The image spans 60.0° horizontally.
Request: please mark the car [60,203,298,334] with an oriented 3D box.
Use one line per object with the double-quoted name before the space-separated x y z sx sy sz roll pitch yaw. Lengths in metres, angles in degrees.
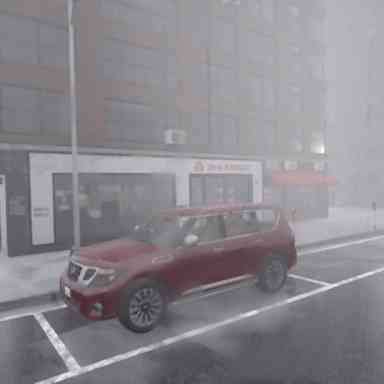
"car" 0.042 1.208 6.796 5.009 1.841 2.192 -2 1 -36
